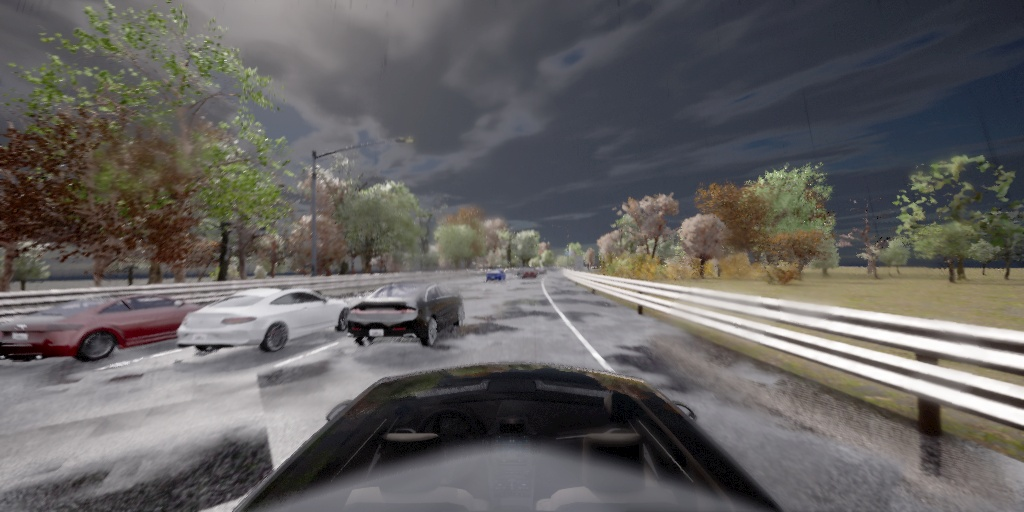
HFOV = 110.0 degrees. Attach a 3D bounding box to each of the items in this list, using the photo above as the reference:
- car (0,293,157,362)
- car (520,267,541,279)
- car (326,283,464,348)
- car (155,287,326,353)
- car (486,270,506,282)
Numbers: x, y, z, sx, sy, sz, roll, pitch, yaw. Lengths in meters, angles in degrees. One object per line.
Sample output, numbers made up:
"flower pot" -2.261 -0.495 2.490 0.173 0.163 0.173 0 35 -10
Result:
"car" -9.777 1.653 9.262 1.994 1.385 4.181 -1 -2 5
"car" 2.987 2.601 56.295 2.097 1.767 4.553 -1 -2 9
"car" -2.678 1.492 10.096 2.128 1.511 4.902 -1 -2 5
"car" -6.223 1.571 9.678 1.812 1.442 4.674 -1 -2 5
"car" -1.997 2.518 46.337 1.882 1.535 5.008 -1 -2 8
